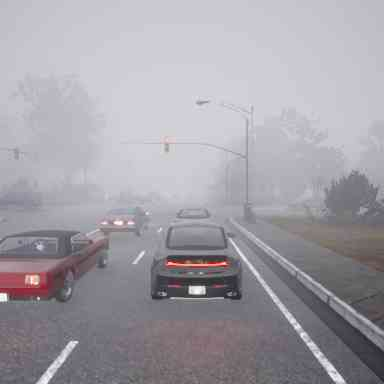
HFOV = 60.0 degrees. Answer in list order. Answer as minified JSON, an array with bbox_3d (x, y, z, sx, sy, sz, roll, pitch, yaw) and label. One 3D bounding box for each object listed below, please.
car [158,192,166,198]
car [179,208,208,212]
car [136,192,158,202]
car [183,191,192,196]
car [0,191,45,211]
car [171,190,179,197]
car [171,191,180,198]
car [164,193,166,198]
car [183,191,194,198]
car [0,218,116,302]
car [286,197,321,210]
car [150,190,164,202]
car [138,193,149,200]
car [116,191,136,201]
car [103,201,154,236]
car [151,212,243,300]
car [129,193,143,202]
[{"bbox_3d":[-7.590,0.780,83.902,1.812,1.442,4.674,0,1,-3],"label":"car"},{"bbox_3d":[0.083,1.497,17.618,1.895,1.301,4.718,0,0,0],"label":"car"},{"bbox_3d":[-7.184,1.151,53.268,2.033,1.411,5.357,0,0,0],"label":"car"},{"bbox_3d":[-1.410,0.464,95.102,2.033,1.411,5.357,0,1,-7],"label":"car"},{"bbox_3d":[-19.104,0.963,36.434,5.566,2.045,2.150,0,0,-3],"label":"car"},{"bbox_3d":[-4.898,0.451,94.740,2.097,1.767,4.553,0,1,-7],"label":"car"},{"bbox_3d":[-4.130,0.602,84.671,2.097,1.767,4.553,0,1,-4],"label":"car"},{"bbox_3d":[-7.226,0.876,73.633,1.882,1.535,5.008,0,1,-1],"label":"car"},{"bbox_3d":[-0.659,0.783,85.225,1.994,1.385,4.181,0,1,-4],"label":"car"},{"bbox_3d":[-3.411,1.570,8.126,1.895,1.301,4.718,0,0,0],"label":"car"},{"bbox_3d":[13.668,1.274,38.319,5.357,1.411,2.033,0,0,0],"label":"car"},{"bbox_3d":[-7.157,0.733,63.443,2.150,2.045,5.566,0,1,-1],"label":"car"},{"bbox_3d":[-10.731,0.991,73.760,1.895,1.301,4.718,0,1,-1],"label":"car"},{"bbox_3d":[-10.683,0.821,53.787,2.150,2.045,5.566,0,0,0],"label":"car"},{"bbox_3d":[-3.443,1.442,17.715,2.033,1.411,5.357,0,0,-1],"label":"car"},{"bbox_3d":[0.089,1.473,8.305,1.837,1.490,4.892,0,0,0],"label":"car"},{"bbox_3d":[-10.666,0.987,63.674,1.882,1.535,5.008,0,1,0],"label":"car"}]
